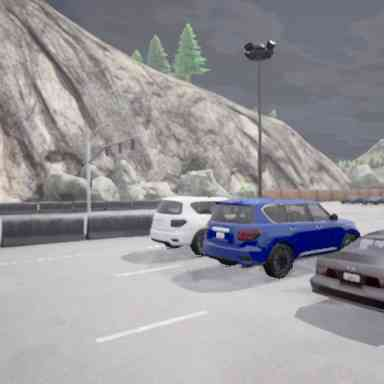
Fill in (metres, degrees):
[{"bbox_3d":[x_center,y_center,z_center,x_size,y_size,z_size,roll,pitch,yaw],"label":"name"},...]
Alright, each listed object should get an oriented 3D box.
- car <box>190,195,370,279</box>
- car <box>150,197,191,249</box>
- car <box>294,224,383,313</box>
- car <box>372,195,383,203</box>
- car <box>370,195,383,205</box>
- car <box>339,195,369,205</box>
[{"bbox_3d":[2.904,1.201,10.204,5.566,2.045,2.150,0,0,-36],"label":"car"},{"bbox_3d":[1.051,1.199,13.172,5.566,2.045,2.150,0,0,-36],"label":"car"},{"bbox_3d":[4.819,1.526,7.261,5.357,1.411,2.033,0,0,-36],"label":"car"},{"bbox_3d":[33.985,1.226,58.790,4.718,1.301,1.895,0,0,-36],"label":"car"},{"bbox_3d":[27.866,1.243,50.122,5.357,1.411,2.033,0,0,-36],"label":"car"},{"bbox_3d":[25.830,1.243,52.949,5.357,1.411,2.033,0,0,-35],"label":"car"}]
